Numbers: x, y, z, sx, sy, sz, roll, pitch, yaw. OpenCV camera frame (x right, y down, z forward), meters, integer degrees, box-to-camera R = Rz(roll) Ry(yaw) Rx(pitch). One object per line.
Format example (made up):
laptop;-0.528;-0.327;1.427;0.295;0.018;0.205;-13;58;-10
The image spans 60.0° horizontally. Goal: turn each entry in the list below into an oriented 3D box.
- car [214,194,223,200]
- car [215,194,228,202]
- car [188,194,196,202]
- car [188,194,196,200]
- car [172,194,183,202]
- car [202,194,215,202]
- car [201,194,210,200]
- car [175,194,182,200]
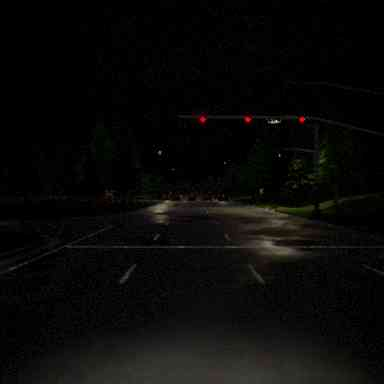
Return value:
car;7.000;1.354;88.223;1.812;1.442;4.674;0;0;0
car;7.000;1.453;74.888;1.994;1.385;4.181;0;0;0
car;0.000;1.422;74.472;2.033;1.411;5.357;0;0;0
car;0.000;1.354;88.223;1.812;1.442;4.674;0;0;0
car;-3.500;1.424;74.888;1.812;1.442;4.674;0;0;0
car;3.500;1.453;74.888;1.994;1.385;4.181;0;0;0
car;3.500;1.355;88.223;2.128;1.511;4.902;0;0;0
car;-3.500;1.354;88.223;1.812;1.442;4.674;0;0;0
